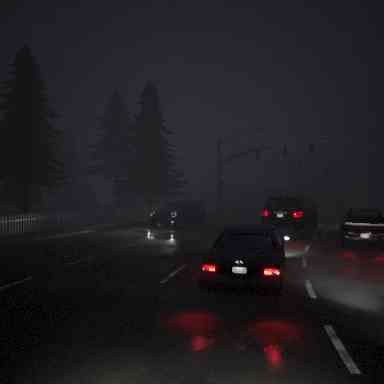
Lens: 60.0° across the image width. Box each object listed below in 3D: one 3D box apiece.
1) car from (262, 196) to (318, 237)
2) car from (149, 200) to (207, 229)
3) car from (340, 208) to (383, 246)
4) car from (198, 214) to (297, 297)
[{"bbox_3d":[5.487,1.221,18.265,2.150,2.045,5.566,0,0,28],"label":"car"},{"bbox_3d":[-0.832,1.352,21.917,2.097,1.767,4.553,0,0,30],"label":"car"},{"bbox_3d":[7.848,1.491,15.143,2.128,1.511,4.902,0,0,27],"label":"car"},{"bbox_3d":[1.547,1.547,8.817,2.033,1.411,5.357,0,0,15],"label":"car"}]
